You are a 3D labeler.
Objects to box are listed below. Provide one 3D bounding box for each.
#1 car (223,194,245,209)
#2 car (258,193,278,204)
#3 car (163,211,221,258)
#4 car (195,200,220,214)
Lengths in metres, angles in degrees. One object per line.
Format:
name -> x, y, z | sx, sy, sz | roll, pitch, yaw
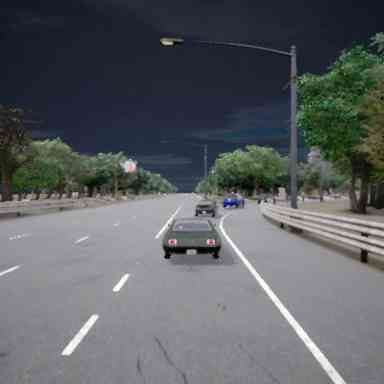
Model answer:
car -> 6.087, 1.289, 47.751 | 2.150, 2.045, 5.566 | 0, 0, 22
car -> 14.688, 1.287, 64.022 | 2.150, 2.045, 5.566 | 0, 0, 34
car -> 0.000, 1.614, 12.729 | 1.895, 1.301, 4.718 | 0, 0, 0
car -> 1.505, 1.539, 31.741 | 1.837, 1.490, 4.892 | -1, 0, 11
